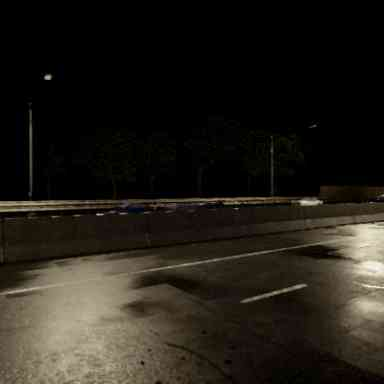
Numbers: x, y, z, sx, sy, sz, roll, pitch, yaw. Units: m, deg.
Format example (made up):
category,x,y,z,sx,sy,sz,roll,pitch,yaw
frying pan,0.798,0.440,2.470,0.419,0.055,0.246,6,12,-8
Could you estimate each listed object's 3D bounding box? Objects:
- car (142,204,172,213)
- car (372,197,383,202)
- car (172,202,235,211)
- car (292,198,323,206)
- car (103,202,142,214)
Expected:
category,x,y,z,sx,sy,sz,roll,pitch,yaw
car,-0.713,1.494,24.974,5.357,1.411,2.033,0,0,-35
car,29.459,1.423,50.671,4.718,1.301,1.895,0,0,-35
car,1.305,1.472,22.112,4.674,1.442,1.812,0,0,-35
car,15.679,1.461,45.222,4.718,1.301,1.895,0,0,-35
car,-4.843,1.520,26.326,4.181,1.385,1.994,0,0,-35
